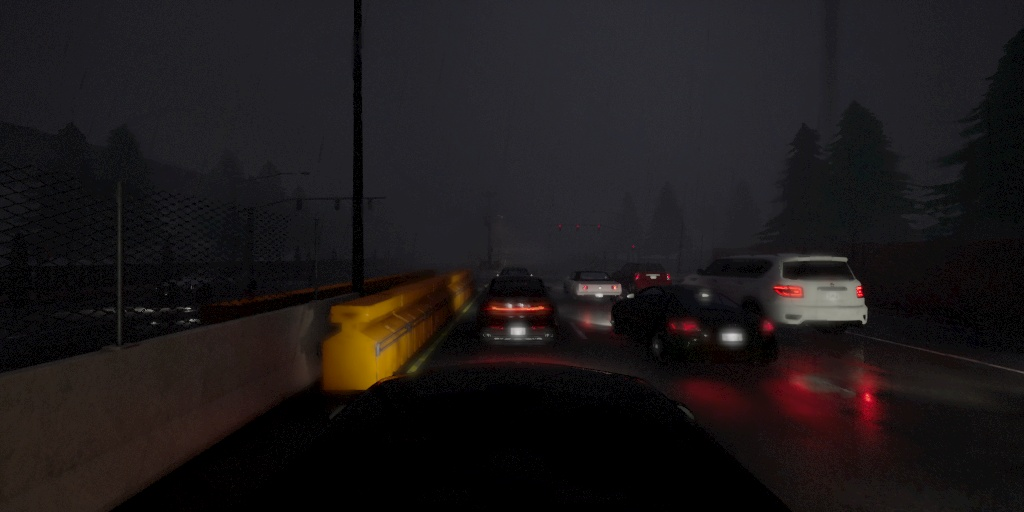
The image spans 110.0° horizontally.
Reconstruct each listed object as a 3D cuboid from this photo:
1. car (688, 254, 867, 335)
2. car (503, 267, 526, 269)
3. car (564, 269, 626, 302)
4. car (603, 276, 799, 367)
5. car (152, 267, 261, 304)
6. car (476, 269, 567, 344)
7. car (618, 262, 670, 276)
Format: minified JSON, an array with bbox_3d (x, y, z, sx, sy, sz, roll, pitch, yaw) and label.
[{"bbox_3d":[7.124,0.971,10.641,2.150,2.045,5.566,0,0,0],"label":"car"},{"bbox_3d":[0.141,1.297,19.088,2.033,1.411,5.357,0,0,0],"label":"car"},{"bbox_3d":[3.639,1.351,17.123,1.895,1.301,4.718,0,0,0],"label":"car"},{"bbox_3d":[3.624,1.314,7.941,1.994,1.385,4.181,0,0,-1],"label":"car"},{"bbox_3d":[-13.962,1.279,16.816,1.812,1.442,4.674,0,0,0],"label":"car"},{"bbox_3d":[0.120,1.255,9.570,1.837,1.490,4.892,0,0,0],"label":"car"},{"bbox_3d":[7.147,1.102,20.227,2.097,1.767,4.553,0,0,0],"label":"car"}]
